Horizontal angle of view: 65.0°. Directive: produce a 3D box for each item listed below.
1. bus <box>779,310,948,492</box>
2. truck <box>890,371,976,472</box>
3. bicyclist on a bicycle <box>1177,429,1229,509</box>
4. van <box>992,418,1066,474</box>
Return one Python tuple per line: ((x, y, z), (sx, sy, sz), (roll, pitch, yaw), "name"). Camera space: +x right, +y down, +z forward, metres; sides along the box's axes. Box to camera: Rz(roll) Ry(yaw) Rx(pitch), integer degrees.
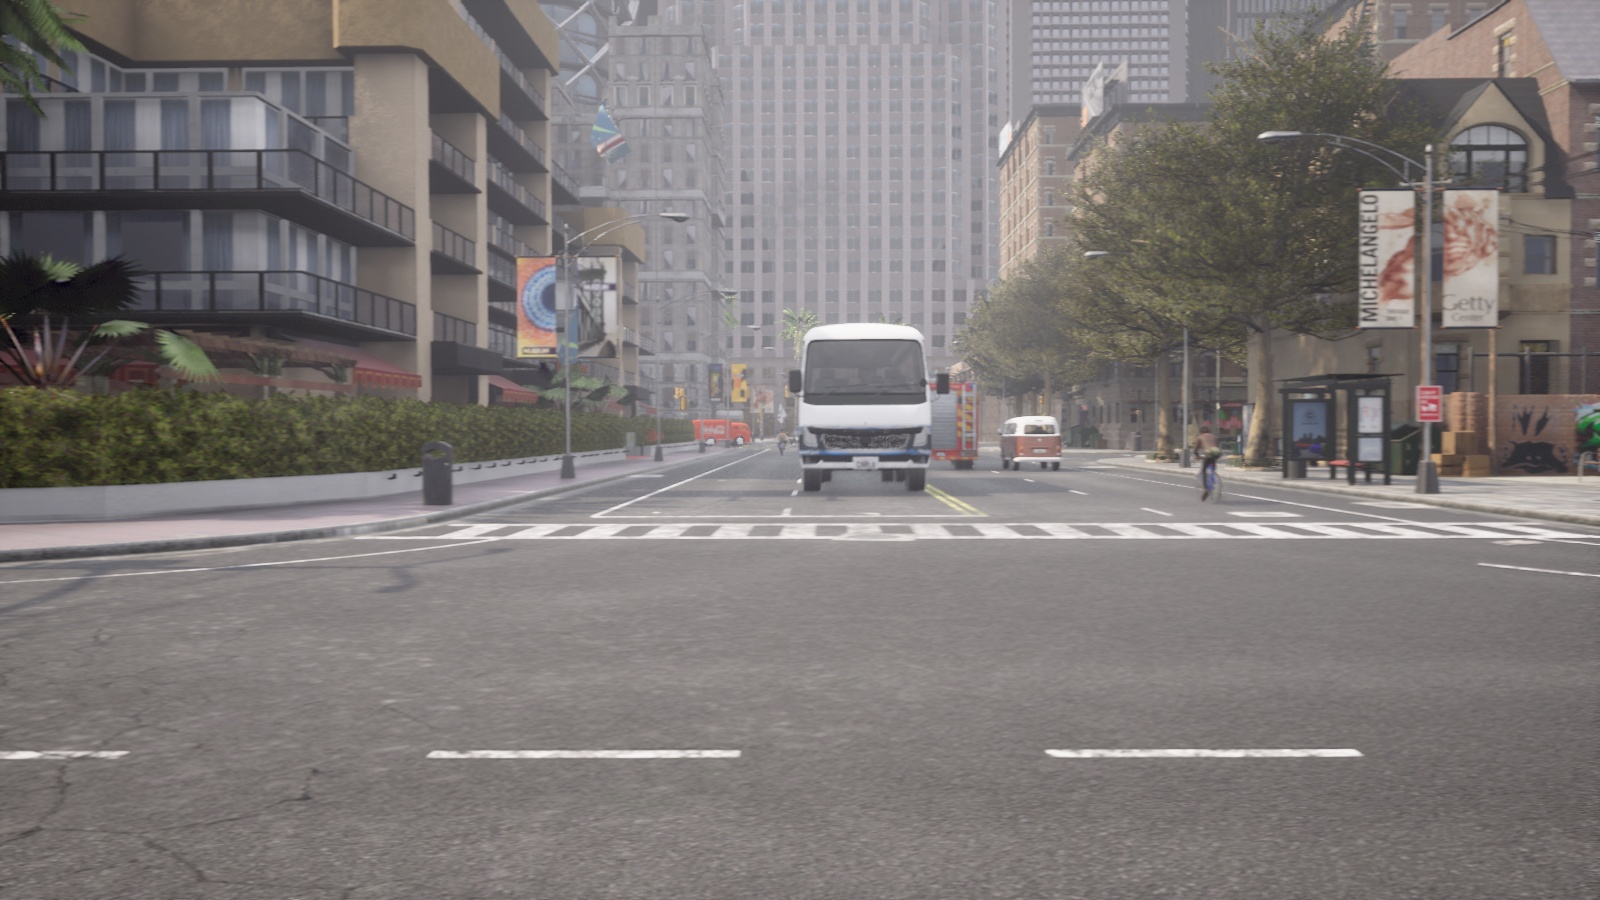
((1.554, -1.101, 34.582), (3.944, 4.253, 10.273), (0, -1, 1), "bus")
((5.385, -1.159, 52.220), (2.891, 3.827, 8.468), (0, 1, 2), "truck")
((8.447, 0.388, 26.370), (0.582, 1.620, 1.656), (0, 0, 1), "bicyclist on a bicycle")
((8.708, -0.192, 48.111), (2.069, 2.038, 4.480), (0, 1, 1), "van")
